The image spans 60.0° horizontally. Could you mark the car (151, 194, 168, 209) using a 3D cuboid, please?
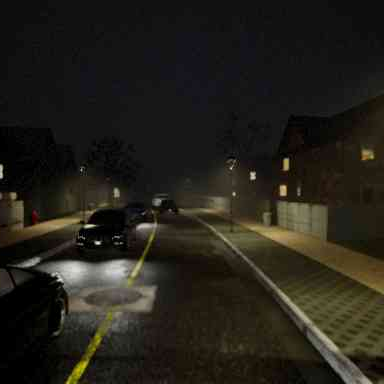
[{"bbox_3d":[-4.314,1.270,45.403,2.150,2.045,5.566,0,0,-10],"label":"car"}]

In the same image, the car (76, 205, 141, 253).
[{"bbox_3d":[-3.359,1.490,13.772,1.837,1.490,4.892,0,0,-4],"label":"car"}]

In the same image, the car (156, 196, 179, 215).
[{"bbox_3d":[-2.423,1.488,33.822,1.837,1.490,4.892,0,0,-8],"label":"car"}]

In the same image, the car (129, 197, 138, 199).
[{"bbox_3d":[-10.782,1.633,61.727,1.837,1.490,4.892,0,-1,-15],"label":"car"}]

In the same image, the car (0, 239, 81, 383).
[{"bbox_3d":[-2.951,1.562,3.682,1.994,1.385,4.181,0,0,-1],"label":"car"}]

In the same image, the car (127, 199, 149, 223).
[{"bbox_3d":[-4.330,1.498,25.620,1.812,1.442,4.674,0,0,-6],"label":"car"}]
